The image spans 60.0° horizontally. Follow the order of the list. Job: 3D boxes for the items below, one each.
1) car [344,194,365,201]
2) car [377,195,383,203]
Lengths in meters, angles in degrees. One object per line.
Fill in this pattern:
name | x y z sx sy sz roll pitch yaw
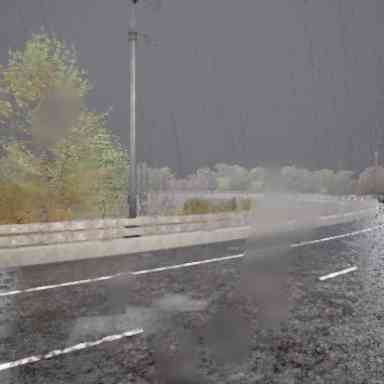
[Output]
car | 41.801 1.646 85.523 1.895 1.301 4.718 0 0 2
car | 38.272 1.401 64.953 2.097 1.767 4.553 0 0 16
